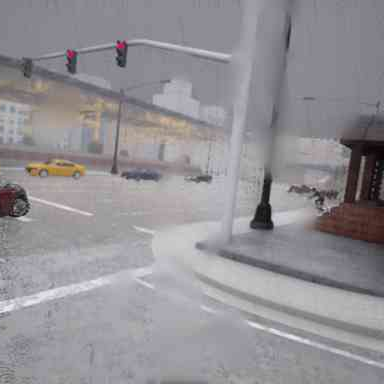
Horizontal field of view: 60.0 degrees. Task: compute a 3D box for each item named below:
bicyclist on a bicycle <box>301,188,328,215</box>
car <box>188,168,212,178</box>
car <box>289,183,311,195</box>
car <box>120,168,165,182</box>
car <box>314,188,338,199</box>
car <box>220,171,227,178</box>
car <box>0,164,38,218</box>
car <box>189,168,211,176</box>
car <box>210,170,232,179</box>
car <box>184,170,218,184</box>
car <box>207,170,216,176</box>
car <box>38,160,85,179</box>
[{"bbox_3d":[7.719,0.583,20.862,1.656,1.620,0.582,9,6,36],"label":"bicyclist on a bicycle"},{"bbox_3d":[1.861,-4.349,75.187,4.974,1.542,2.038,6,5,-10],"label":"car"},{"bbox_3d":[14.920,-0.433,45.993,1.812,1.442,4.674,10,6,37],"label":"car"},{"bbox_3d":[-5.291,-1.906,36.572,2.033,1.411,5.357,10,6,37],"label":"car"},{"bbox_3d":[17.867,0.124,44.154,1.895,1.301,4.718,10,6,37],"label":"car"},{"bbox_3d":[7.168,-4.601,83.617,4.536,1.218,1.853,4,5,-25],"label":"car"},{"bbox_3d":[-6.527,-0.018,9.426,2.097,1.767,4.553,7,5,-3],"label":"car"},{"bbox_3d":[1.827,-4.510,75.165,4.536,1.218,1.853,6,5,-10],"label":"car"},{"bbox_3d":[7.197,-4.441,83.652,4.974,1.542,2.038,4,5,-25],"label":"car"},{"bbox_3d":[0.922,-1.941,44.855,2.128,1.511,4.902,10,6,36],"label":"car"},{"bbox_3d":[4.628,-4.503,78.923,1.853,1.218,4.536,6,5,0],"label":"car"},{"bbox_3d":[-11.503,-1.994,28.250,1.882,1.535,5.008,10,6,36],"label":"car"}]
